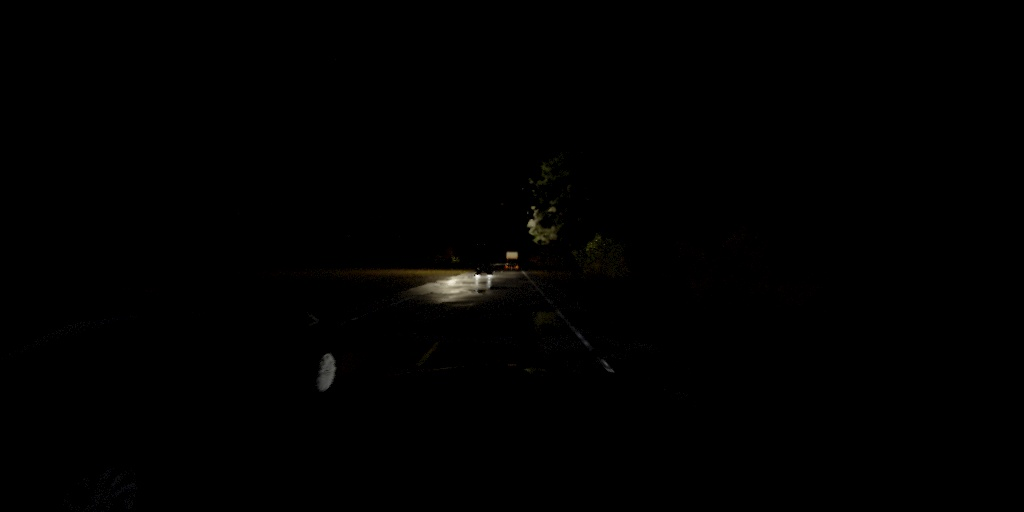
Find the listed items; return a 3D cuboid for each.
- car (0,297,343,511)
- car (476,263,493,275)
[{"bbox_3d":[-3.600,1.275,3.813,1.837,1.490,4.892,0,-1,0],"label":"car"},{"bbox_3d":[-3.552,1.687,46.476,1.837,1.490,4.892,0,-1,0],"label":"car"}]
